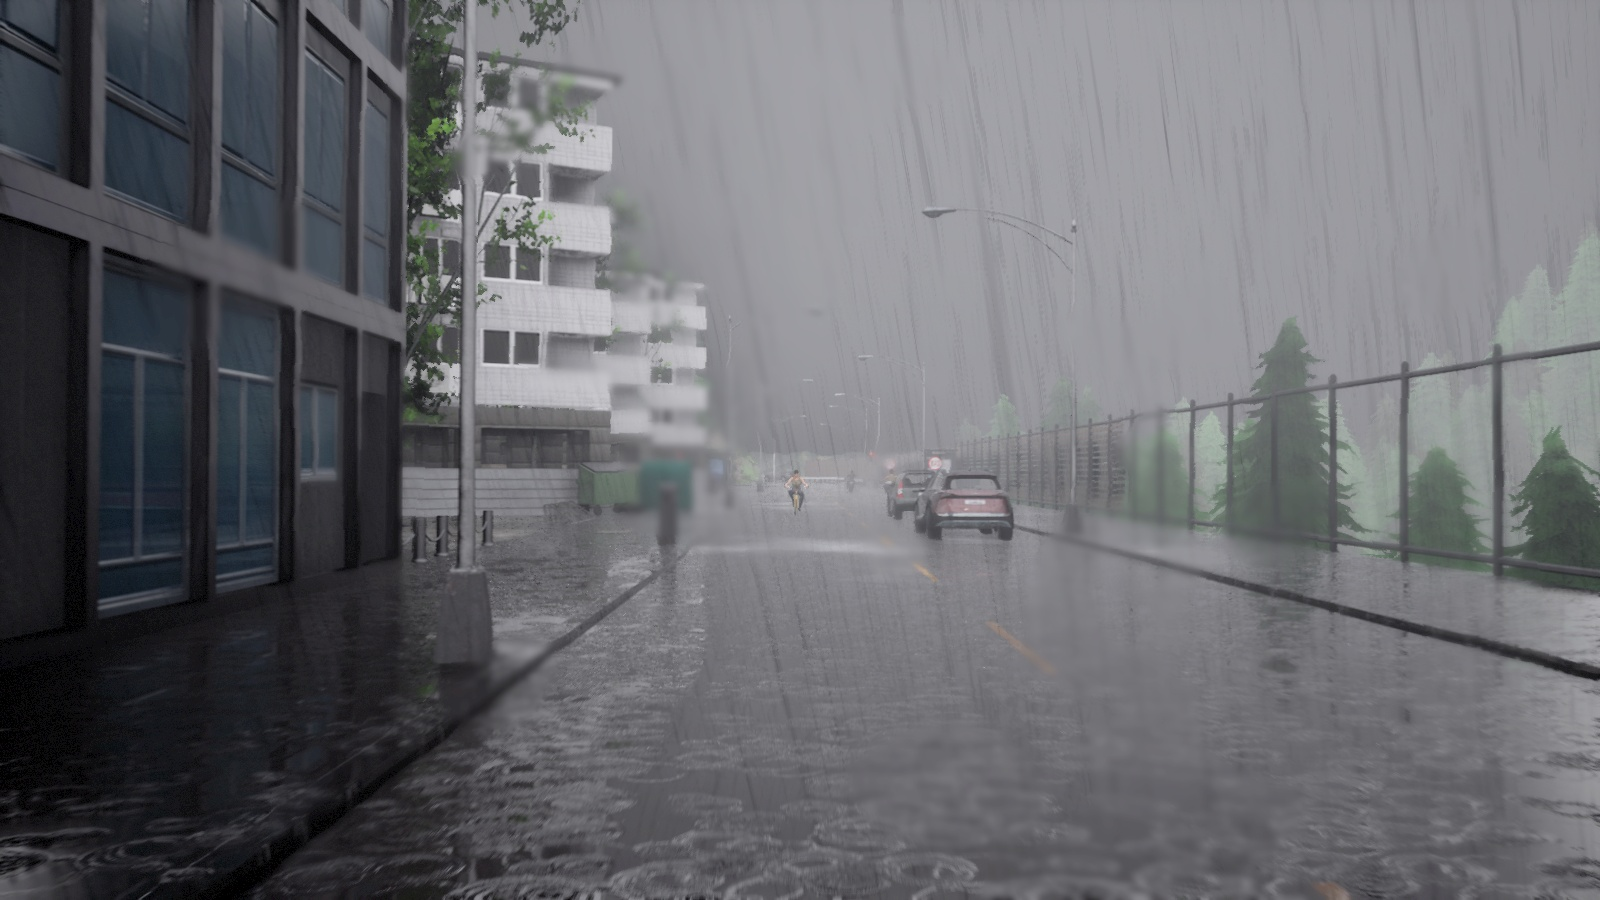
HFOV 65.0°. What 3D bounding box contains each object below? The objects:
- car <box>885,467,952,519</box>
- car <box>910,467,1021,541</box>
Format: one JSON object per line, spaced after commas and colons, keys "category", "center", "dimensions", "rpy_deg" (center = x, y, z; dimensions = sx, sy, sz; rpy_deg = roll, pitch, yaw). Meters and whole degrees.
{"category": "car", "center": [3.891, 1.397, 41.778], "dimensions": [1.851, 1.617, 3.988], "rpy_deg": [0, -1, 0]}
{"category": "car", "center": [3.920, 1.239, 30.474], "dimensions": [2.033, 1.649, 4.856], "rpy_deg": [0, -1, 0]}
